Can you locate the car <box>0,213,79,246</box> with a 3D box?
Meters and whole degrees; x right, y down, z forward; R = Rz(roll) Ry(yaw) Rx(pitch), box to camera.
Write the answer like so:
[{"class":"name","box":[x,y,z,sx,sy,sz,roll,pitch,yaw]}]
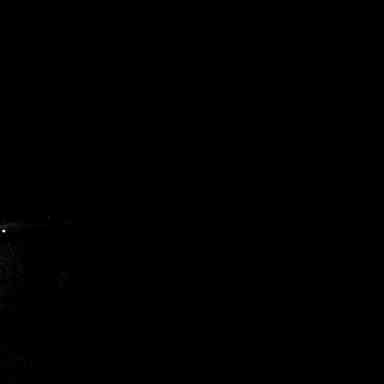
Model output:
[{"class":"car","box":[-7.553,1.708,16.113,1.895,1.301,4.718,-1,0,25]}]
